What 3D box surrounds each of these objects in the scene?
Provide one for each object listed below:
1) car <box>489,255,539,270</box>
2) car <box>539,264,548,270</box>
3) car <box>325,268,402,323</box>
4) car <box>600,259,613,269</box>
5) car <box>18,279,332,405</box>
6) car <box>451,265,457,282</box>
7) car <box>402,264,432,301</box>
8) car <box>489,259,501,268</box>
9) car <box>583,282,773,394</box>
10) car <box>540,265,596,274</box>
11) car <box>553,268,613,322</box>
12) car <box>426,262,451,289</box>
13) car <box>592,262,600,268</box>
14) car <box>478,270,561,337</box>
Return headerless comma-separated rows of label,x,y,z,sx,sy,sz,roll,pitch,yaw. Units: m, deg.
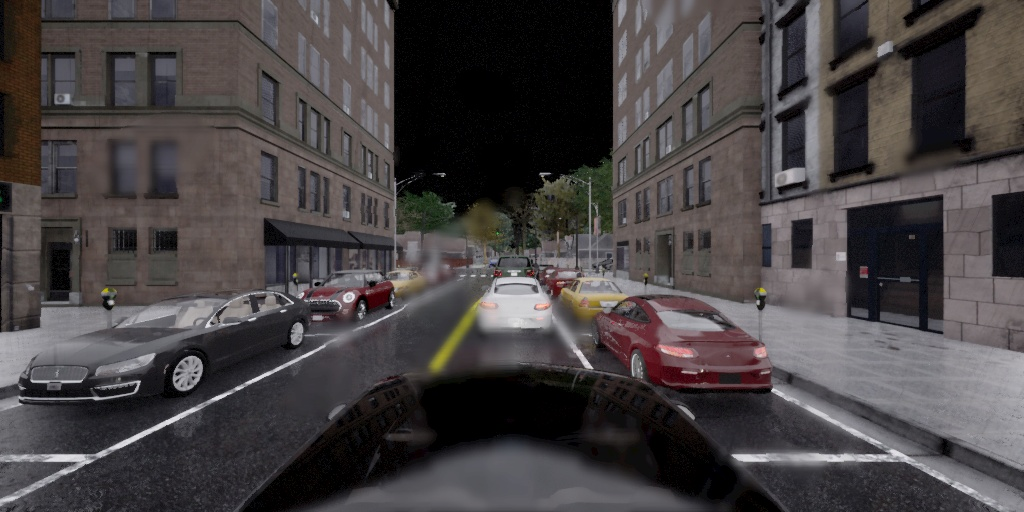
car,0.105,0.978,19.893,2.150,2.045,5.566,0,0,0
car,2.644,1.340,22.963,1.802,1.307,4.207,0,0,0
car,-5.386,1.192,11.927,1.967,1.591,4.097,0,0,0
car,14.496,1.242,48.198,4.181,1.385,1.994,0,0,0
car,-5.387,1.301,6.408,2.007,1.370,4.403,0,0,0
car,-5.380,1.343,28.483,1.802,1.307,4.207,0,0,0
car,-5.384,1.280,17.275,1.751,1.417,4.829,0,0,0
car,-3.059,1.281,64.277,1.882,1.535,5.008,0,0,0
car,2.638,1.332,6.409,1.802,1.307,4.207,0,0,0
car,2.642,1.300,17.445,1.888,1.381,4.507,0,0,0
car,2.640,1.278,12.097,1.751,1.417,4.829,0,0,0
car,-5.382,1.198,22.964,1.967,1.591,4.097,0,0,0
car,13.993,1.186,51.439,4.892,1.490,1.837,0,0,1
car,0.101,1.277,10.129,1.812,1.442,4.674,0,0,0
